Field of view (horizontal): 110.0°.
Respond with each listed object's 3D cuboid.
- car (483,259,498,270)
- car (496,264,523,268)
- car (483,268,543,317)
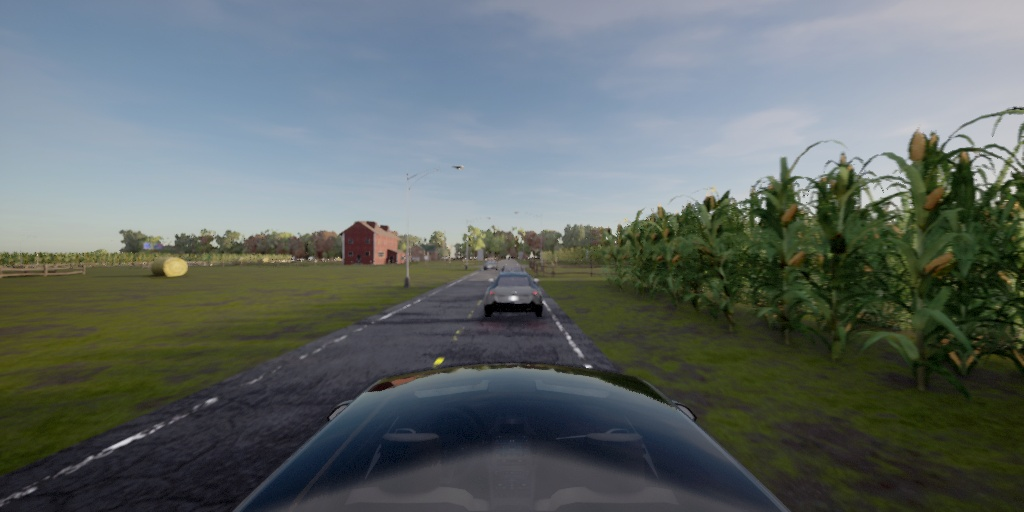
[{"bbox_3d":[-2.842,1.206,48.106,2.128,1.511,4.902,0,0,0],"label":"car"},{"bbox_3d":[0.051,1.327,27.297,1.895,1.301,4.718,0,0,0],"label":"car"},{"bbox_3d":[0.061,1.301,13.217,1.994,1.385,4.181,0,0,0],"label":"car"}]
